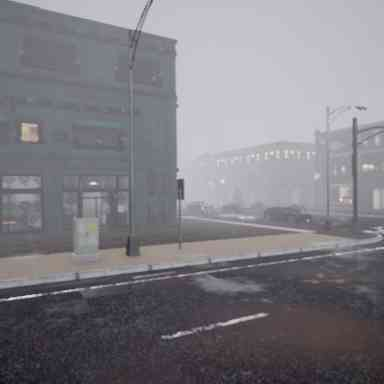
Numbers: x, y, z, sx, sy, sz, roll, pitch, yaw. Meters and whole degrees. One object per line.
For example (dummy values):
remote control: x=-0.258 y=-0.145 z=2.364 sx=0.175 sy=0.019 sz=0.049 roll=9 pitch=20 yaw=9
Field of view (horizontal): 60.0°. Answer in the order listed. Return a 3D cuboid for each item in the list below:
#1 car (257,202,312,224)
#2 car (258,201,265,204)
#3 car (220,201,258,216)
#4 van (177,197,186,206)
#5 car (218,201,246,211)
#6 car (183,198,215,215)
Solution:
car: x=7.576 y=1.790 z=26.703 sx=1.947 sy=1.339 sz=4.313 roll=-1 pitch=0 yaw=-29
car: x=8.387 y=1.869 z=42.958 sx=1.802 sy=1.307 sz=4.206 roll=-1 pitch=0 yaw=-29
car: x=4.977 y=1.877 z=37.142 sx=1.994 sy=1.385 sz=4.181 roll=-1 pitch=0 yaw=-29
van: x=-2.228 y=1.874 z=62.391 sx=1.690 sy=1.788 sz=3.998 roll=-1 pitch=0 yaw=-29
car: x=5.736 y=1.932 z=47.816 sx=1.802 sy=1.307 sz=4.206 roll=-1 pitch=0 yaw=-29
car: x=1.030 y=1.823 z=38.940 sx=1.967 sy=1.590 sz=4.097 roll=-1 pitch=0 yaw=-29
